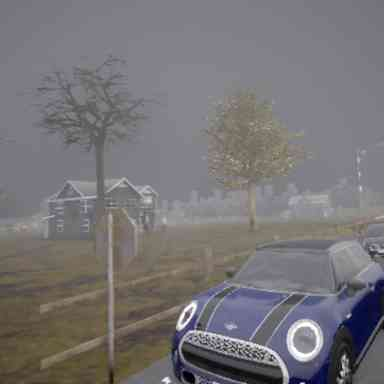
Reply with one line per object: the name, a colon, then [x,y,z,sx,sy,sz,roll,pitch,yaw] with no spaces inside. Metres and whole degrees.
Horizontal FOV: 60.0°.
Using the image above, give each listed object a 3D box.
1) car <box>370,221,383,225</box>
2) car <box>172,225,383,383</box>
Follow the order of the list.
car: [8.450,2.012,14.284,1.837,1.490,4.892,-5,-4,36]
car: [1.722,1.617,5.407,2.097,1.767,4.553,-5,-4,38]
